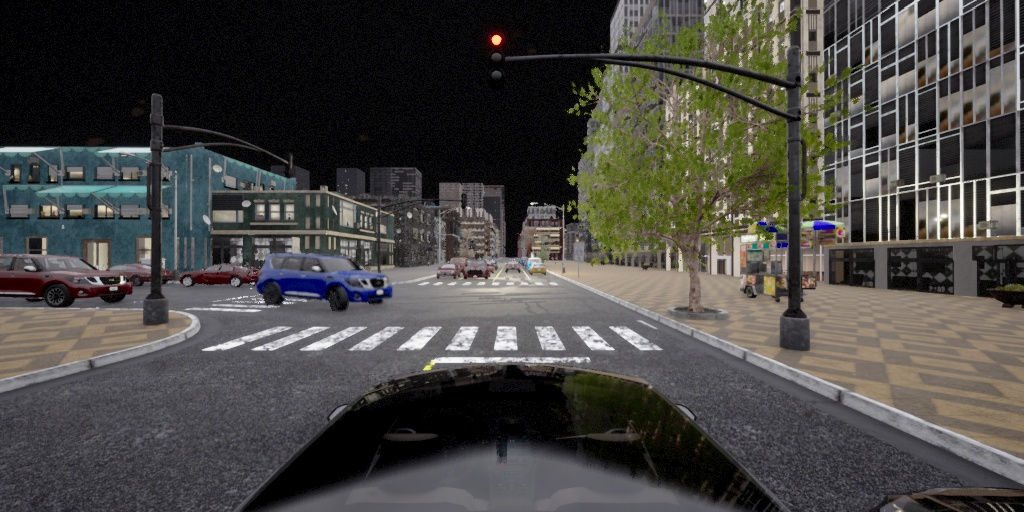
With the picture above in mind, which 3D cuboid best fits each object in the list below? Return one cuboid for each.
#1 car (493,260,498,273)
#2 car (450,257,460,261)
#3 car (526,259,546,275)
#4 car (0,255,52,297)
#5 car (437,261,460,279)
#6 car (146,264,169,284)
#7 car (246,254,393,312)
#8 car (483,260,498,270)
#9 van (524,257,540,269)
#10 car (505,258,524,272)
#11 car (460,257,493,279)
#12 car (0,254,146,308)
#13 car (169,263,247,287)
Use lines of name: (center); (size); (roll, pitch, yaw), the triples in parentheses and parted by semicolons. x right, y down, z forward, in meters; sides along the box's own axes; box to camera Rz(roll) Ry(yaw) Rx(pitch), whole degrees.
car: (-3.077, 1.317, 42.115); (1.994, 1.385, 4.181); (0, 0, 0)
car: (-5.669, 1.067, 38.055); (2.192, 1.841, 5.009); (0, 0, 0)
car: (2.711, 1.278, 38.223); (1.751, 1.417, 4.829); (0, 0, 0)
car: (-23.702, 0.819, 15.631); (4.553, 1.767, 2.097); (1, 0, -1)
car: (-5.672, 1.334, 32.504); (1.802, 1.307, 4.207); (0, 0, 0)
car: (-22.809, 1.089, 21.427); (4.207, 1.307, 1.802); (0, 0, -1)
car: (-7.460, 0.950, 14.275); (5.566, 2.045, 2.150); (1, -1, 21)
car: (-3.062, 1.280, 52.197); (1.812, 1.442, 4.674); (0, 0, 0)
van: (2.715, 1.094, 43.604); (1.690, 1.789, 3.998); (0, 0, 0)
car: (0.121, 1.301, 46.464); (2.033, 1.411, 5.357); (0, 0, 0)
car: (-3.082, 1.104, 32.201); (2.097, 1.767, 4.553); (0, 0, 0)
car: (-17.151, 0.849, 13.122); (5.009, 1.841, 2.192); (0, 0, -1)
car: (-17.265, 1.121, 21.502); (4.507, 1.381, 1.888); (0, 0, -1)
